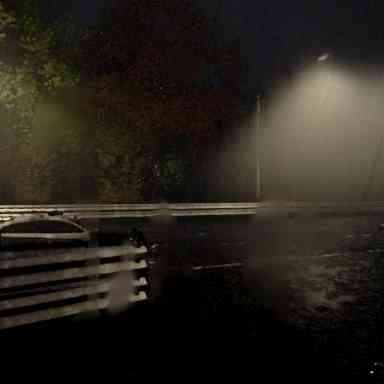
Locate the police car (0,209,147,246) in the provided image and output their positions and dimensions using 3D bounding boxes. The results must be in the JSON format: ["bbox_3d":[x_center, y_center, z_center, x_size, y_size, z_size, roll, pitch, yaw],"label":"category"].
[{"bbox_3d":[-3.997,1.360,9.898,5.238,1.638,1.930,0,0,-23],"label":"police car"}]
